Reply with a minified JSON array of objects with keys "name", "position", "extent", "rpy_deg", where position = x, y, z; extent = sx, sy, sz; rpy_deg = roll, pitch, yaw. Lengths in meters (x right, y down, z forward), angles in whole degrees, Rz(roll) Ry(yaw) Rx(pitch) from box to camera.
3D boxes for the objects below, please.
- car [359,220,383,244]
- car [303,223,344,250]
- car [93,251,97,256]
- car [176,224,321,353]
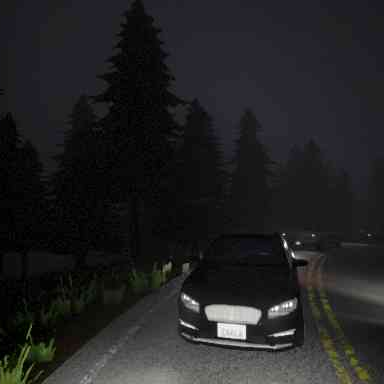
[{"name":"car","position":[15.815,3.222,26.445],"extent":[5.566,2.045,2.150],"rpy_deg":[8,-8,-28]},{"name":"car","position":[6.490,2.307,17.683],"extent":[1.895,1.301,4.718],"rpy_deg":[-3,-6,39]},{"name":"car","position":[-20.282,13.649,72.959],"extent":[4.181,1.381,1.994],"rpy_deg":[-2,-5,31]},{"name":"car","position":[1.131,1.561,6.596],"extent":[2.128,1.511,4.902],"rpy_deg":[-1,-2,15]}]
